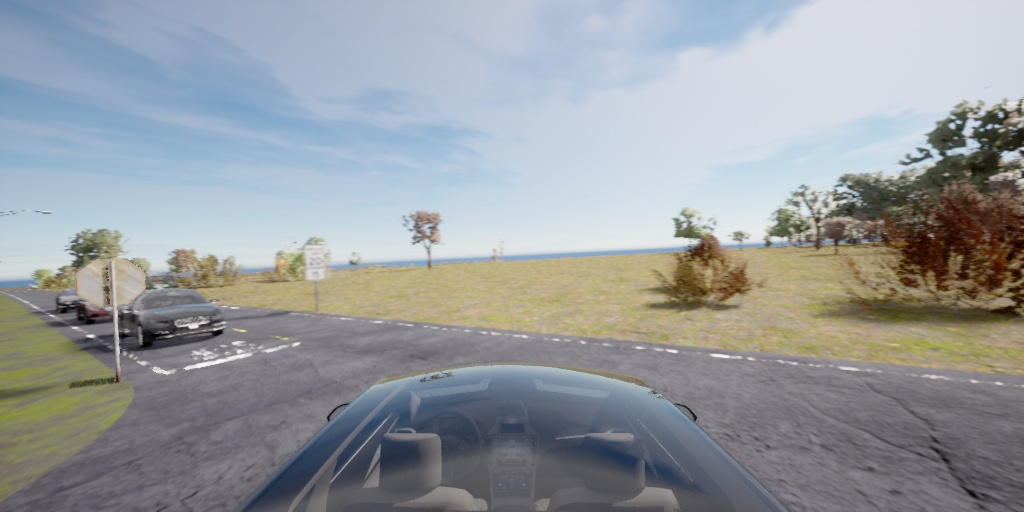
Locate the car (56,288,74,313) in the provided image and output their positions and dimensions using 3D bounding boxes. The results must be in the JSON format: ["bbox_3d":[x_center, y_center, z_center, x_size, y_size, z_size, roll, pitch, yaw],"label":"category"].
[{"bbox_3d":[-27.912,2.785,23.156,5.357,1.411,2.033,-3,0,35],"label":"car"}]

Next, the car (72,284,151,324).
[{"bbox_3d":[-19.190,2.299,17.142,4.674,1.442,1.812,-3,0,35],"label":"car"}]

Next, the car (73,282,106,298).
[{"bbox_3d":[-46.722,3.759,39.643,4.892,1.490,1.837,-5,-1,35],"label":"car"}]

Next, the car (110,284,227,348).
[{"bbox_3d":[-10.945,1.839,11.459,4.892,1.490,1.837,-3,0,35],"label":"car"}]

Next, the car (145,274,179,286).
[{"bbox_3d":[-24.677,2.290,24.480,5.566,2.045,2.150,-3,0,34],"label":"car"}]
